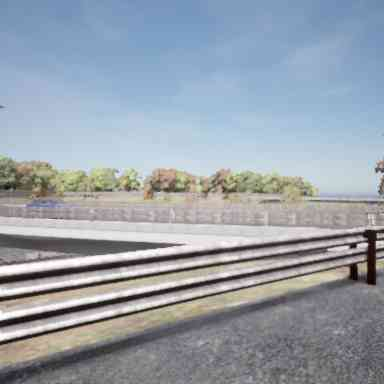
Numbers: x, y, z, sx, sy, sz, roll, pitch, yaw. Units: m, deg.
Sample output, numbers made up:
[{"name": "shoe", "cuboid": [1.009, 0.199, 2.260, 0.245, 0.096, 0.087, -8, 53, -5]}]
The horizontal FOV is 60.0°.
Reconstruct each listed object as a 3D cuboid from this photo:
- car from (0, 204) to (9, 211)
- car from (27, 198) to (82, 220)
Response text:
[{"name": "car", "cuboid": [-22.061, 1.532, 35.809, 5.357, 1.411, 2.033, 0, 0, 27]}, {"name": "car", "cuboid": [-11.231, 1.257, 27.065, 4.553, 1.767, 2.097, 0, 0, 22]}]
